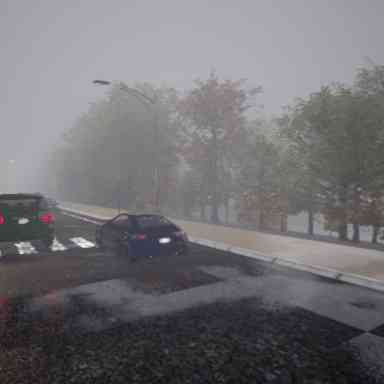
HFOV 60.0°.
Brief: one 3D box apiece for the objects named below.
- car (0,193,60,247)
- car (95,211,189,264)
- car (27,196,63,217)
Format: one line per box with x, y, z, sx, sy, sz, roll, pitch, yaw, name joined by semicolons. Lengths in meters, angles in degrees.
-7.086;1.058;13.497;2.150;2.045;5.566;-2;1;-32;car
-1.854;1.352;11.269;1.994;1.385;4.181;-2;1;-32;car
-12.671;1.173;28.480;2.033;1.411;5.357;-2;1;-32;car
